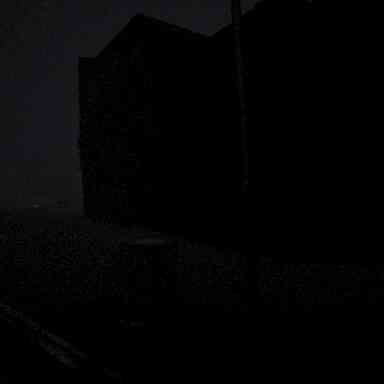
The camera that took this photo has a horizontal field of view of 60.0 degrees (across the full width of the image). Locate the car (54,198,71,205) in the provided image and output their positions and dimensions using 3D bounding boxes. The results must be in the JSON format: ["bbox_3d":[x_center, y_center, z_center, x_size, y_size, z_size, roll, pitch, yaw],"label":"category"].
[{"bbox_3d":[-26.091,1.875,67.367,1.812,1.442,4.674,-3,-1,3],"label":"car"}]
